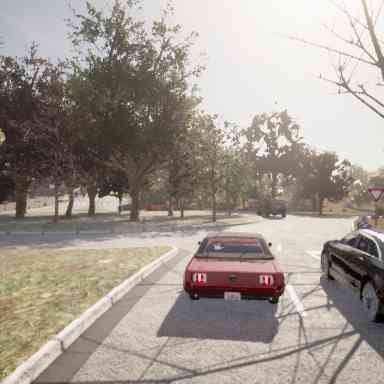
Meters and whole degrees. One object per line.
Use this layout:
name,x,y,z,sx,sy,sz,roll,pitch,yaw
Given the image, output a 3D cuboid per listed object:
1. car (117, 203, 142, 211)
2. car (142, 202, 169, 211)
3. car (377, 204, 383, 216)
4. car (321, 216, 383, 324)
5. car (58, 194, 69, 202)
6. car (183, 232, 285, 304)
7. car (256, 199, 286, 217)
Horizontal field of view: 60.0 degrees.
car,-10.763,2.628,59.129,4.902,1.511,2.128,0,-1,-1
car,-5.451,2.403,55.510,4.553,1.767,2.097,-1,-2,24
car,25.351,2.266,41.861,4.553,1.767,2.097,2,-2,-29
car,4.159,1.513,7.033,2.128,1.511,4.902,0,0,7
car,-33.190,1.850,84.911,1.946,1.575,5.366,0,2,-12
car,1.055,1.638,8.289,1.895,1.301,4.718,0,-1,8
car,9.236,1.877,38.981,2.150,2.045,5.566,0,-1,-4
